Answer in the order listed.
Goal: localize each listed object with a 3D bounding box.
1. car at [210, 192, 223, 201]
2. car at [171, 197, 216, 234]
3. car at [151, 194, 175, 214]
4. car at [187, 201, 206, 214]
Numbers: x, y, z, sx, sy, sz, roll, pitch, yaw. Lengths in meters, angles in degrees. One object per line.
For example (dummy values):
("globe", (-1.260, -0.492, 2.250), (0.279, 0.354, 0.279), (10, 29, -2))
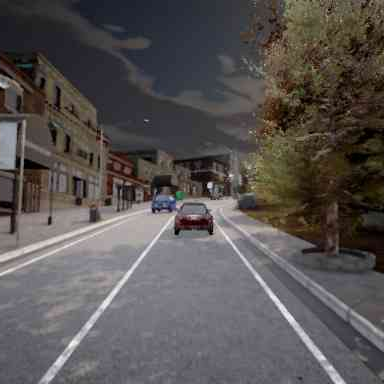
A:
("car", (5.789, 1.102, 77.812), (2.150, 2.045, 5.566), (-2, 0, 20))
("car", (0.102, 1.391, 19.462), (2.097, 1.767, 4.553), (0, 0, 0))
("car", (-3.094, 1.308, 37.324), (2.150, 2.045, 5.566), (-1, 0, 4))
("car", (0.571, 1.660, 36.801), (1.895, 1.301, 4.718), (0, 0, 4))
